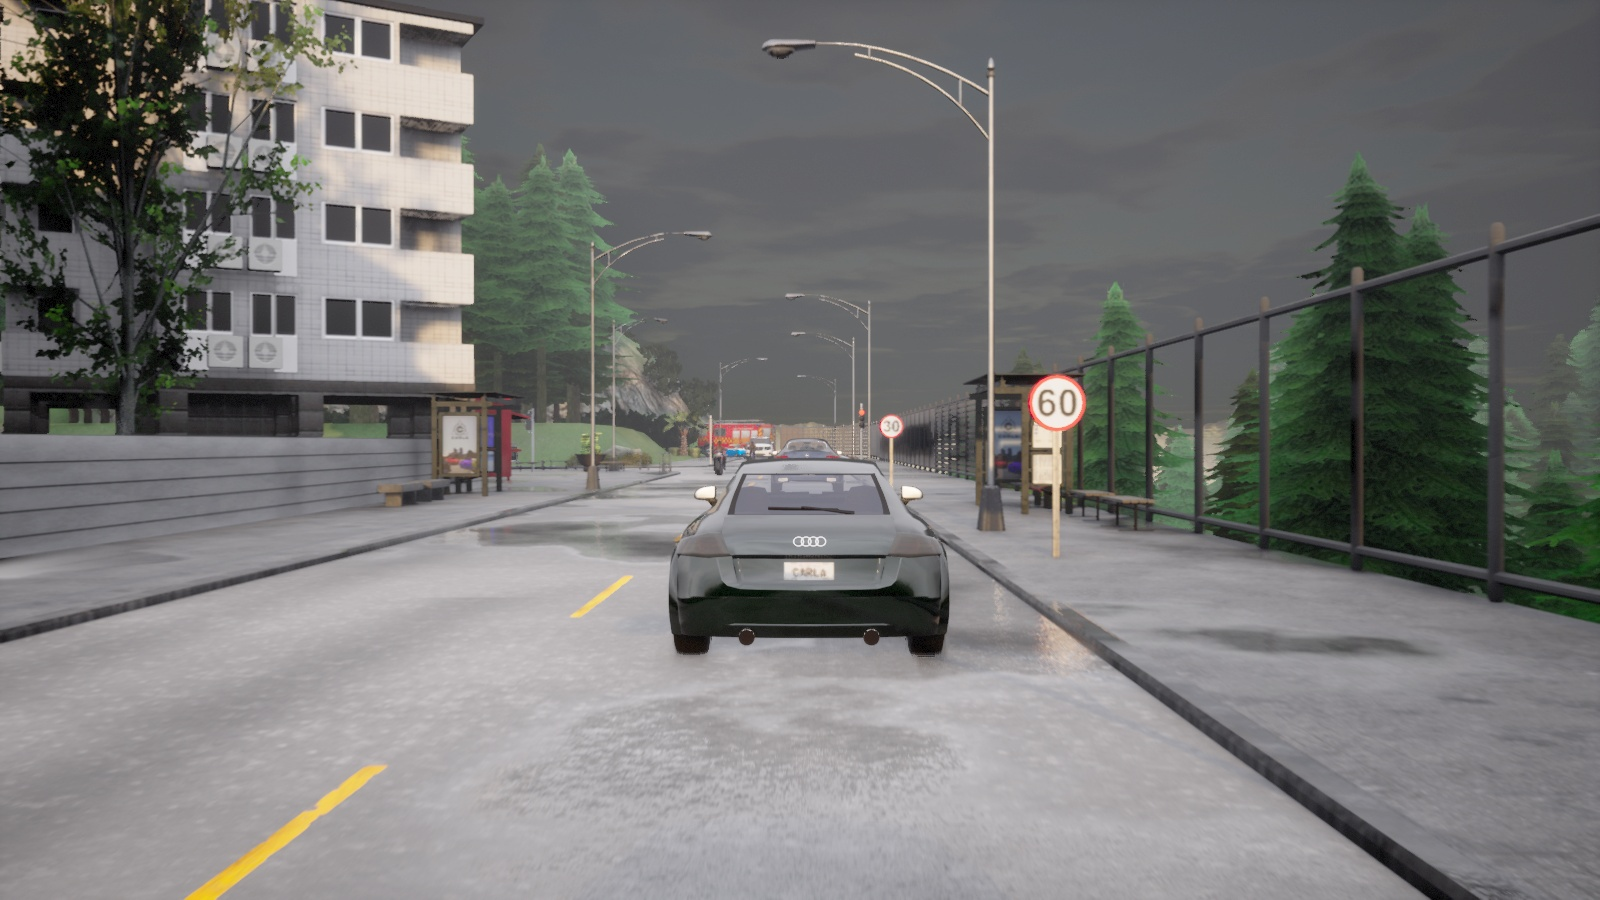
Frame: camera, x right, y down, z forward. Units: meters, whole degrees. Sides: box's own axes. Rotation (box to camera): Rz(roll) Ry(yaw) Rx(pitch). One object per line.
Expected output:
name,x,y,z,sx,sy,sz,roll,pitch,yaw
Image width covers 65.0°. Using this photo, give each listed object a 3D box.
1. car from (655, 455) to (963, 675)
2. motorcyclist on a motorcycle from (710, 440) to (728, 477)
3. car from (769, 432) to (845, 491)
car,0.069,0.753,10.233,1.994,1.385,4.181,0,0,0
motorcyclist on a motorcycle,-3.704,0.369,57.623,0.766,1.649,2.350,0,1,-2
car,0.215,0.312,37.823,2.152,1.651,5.027,0,0,0
